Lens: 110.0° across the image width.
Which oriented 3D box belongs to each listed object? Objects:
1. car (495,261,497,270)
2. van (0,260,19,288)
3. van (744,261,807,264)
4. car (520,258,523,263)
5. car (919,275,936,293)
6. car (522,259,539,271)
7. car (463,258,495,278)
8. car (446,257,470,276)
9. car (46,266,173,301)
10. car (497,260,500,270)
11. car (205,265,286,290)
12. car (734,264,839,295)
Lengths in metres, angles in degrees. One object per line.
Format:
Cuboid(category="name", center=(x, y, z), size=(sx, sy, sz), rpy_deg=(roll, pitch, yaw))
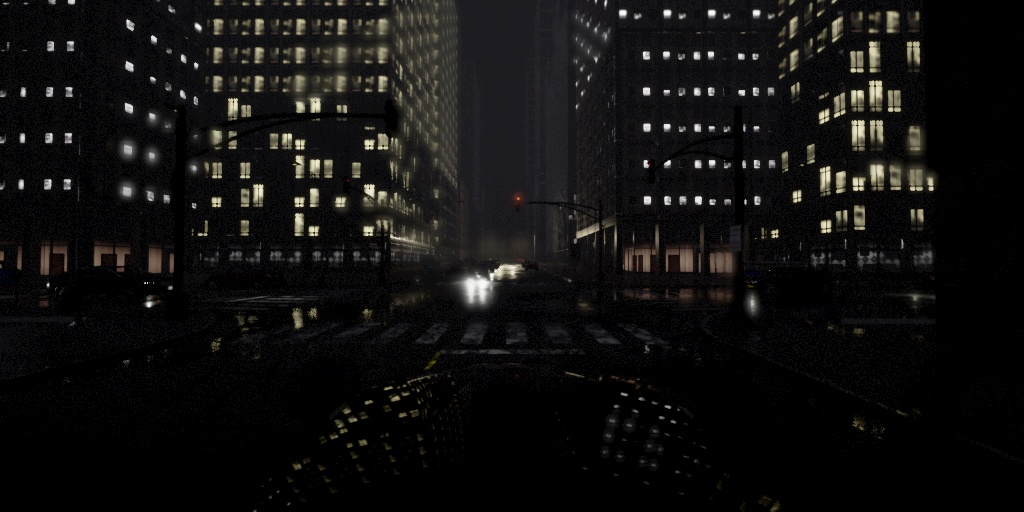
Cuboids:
Cuboid(category="car", center=(-3.096, 1.291, 43.555), size=(1.812, 1.442, 4.674), rpy_deg=(0, 0, 0))
Cuboid(category="van", center=(-33.440, 1.132, 22.233), size=(3.998, 1.789, 1.690), rpy_deg=(0, 0, 0))
Cuboid(category="van", center=(15.980, 1.210, 22.125), size=(3.998, 1.789, 1.690), rpy_deg=(0, 0, 0))
Cuboid(category="car", center=(2.687, 1.298, 60.172), size=(1.751, 1.417, 4.829), rpy_deg=(0, 0, 0))
Cuboid(category="car", center=(25.272, 1.315, 19.528), size=(5.008, 1.535, 1.882), rpy_deg=(0, -1, 0))
Cuboid(category="car", center=(2.687, 1.350, 48.846), size=(1.802, 1.307, 4.207), rpy_deg=(0, 0, 0))
Cuboid(category="car", center=(-3.100, 1.254, 34.333), size=(2.128, 1.511, 4.902), rpy_deg=(0, 0, 0))
Cuboid(category="car", center=(-5.693, 1.203, 37.634), size=(1.967, 1.591, 4.097), rpy_deg=(0, 0, 0))
Cuboid(category="car", center=(-18.088, 1.191, 16.425), size=(4.902, 1.511, 2.128), rpy_deg=(0, -1, 0))
Cuboid(category="car", center=(-3.101, 1.334, 53.522), size=(1.994, 1.385, 4.181), rpy_deg=(0, 0, 0))
Cuboid(category="car", center=(-16.494, 1.255, 22.196), size=(4.097, 1.591, 1.967), rpy_deg=(0, 0, 0))
Cuboid(category="car", center=(14.872, 1.321, 19.553), size=(4.892, 1.490, 1.837), rpy_deg=(0, -1, 0))
